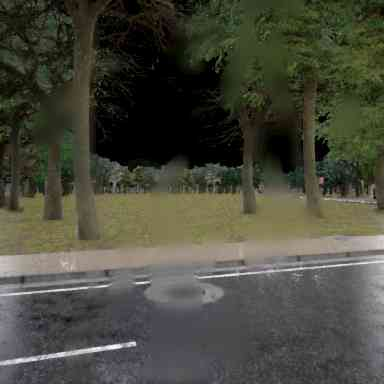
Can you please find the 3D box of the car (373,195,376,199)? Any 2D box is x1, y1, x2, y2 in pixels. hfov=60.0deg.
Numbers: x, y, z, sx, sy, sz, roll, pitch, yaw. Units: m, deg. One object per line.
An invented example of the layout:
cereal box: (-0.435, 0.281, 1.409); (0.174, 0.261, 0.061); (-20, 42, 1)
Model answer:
car: (44.754, 1.297, 79.771); (1.895, 1.301, 4.718); (0, 0, 4)
